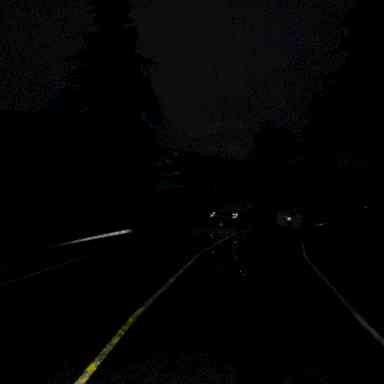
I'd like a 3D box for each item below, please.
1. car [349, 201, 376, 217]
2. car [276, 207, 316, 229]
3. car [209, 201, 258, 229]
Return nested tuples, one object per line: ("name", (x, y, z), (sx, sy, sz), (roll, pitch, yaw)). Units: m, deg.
("car", (19.171, 1.728, 36.367), (4.553, 1.767, 2.097), (1, 0, -38))
("car", (7.498, 1.779, 23.799), (1.994, 1.385, 4.181), (0, -1, 31))
("car", (3.016, 1.536, 23.422), (2.097, 1.767, 4.553), (0, 0, 31))
